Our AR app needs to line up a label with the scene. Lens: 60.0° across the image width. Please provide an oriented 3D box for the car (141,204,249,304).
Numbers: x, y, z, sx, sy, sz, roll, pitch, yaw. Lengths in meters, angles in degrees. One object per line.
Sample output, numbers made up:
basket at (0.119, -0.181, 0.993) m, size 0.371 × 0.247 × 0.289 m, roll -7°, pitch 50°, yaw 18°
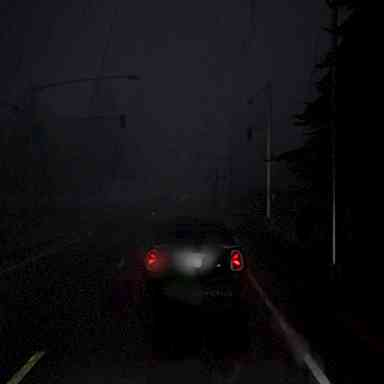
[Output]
car at (0.072, 1.351, 8.306) m, size 2.097 × 1.767 × 4.553 m, roll 0°, pitch 0°, yaw 1°

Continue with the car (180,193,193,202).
car at (-0.860, 1.555, 73.369) m, size 1.895 × 1.301 × 4.718 m, roll 0°, pitch 0°, yaw -7°

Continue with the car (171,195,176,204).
car at (-4.059, 1.475, 52.754) m, size 1.837 × 1.490 × 4.892 m, roll 0°, pitch 0°, yaw 0°

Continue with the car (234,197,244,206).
car at (8.902, 1.144, 48.722) m, size 4.605 × 1.855 × 1.932 m, roll 0°, pitch 0°, yaw -1°

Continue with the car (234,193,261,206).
car at (8.490, 1.146, 51.233) m, size 3.866 × 1.878 × 1.905 m, roll 0°, pitch 0°, yaw -1°

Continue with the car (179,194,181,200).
car at (-2.137, 1.158, 83.504) m, size 2.097 × 1.767 × 4.553 m, roll 0°, pitch 0°, yaw -13°

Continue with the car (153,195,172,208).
car at (-3.998, 1.496, 43.580) m, size 1.812 × 1.442 × 4.674 m, roll 0°, pitch 0°, yaw 0°
